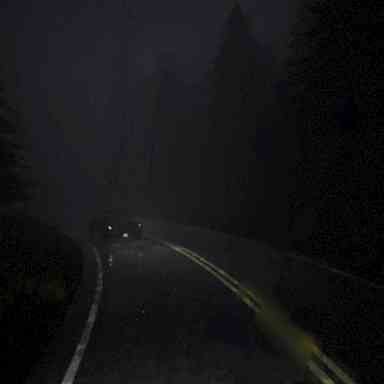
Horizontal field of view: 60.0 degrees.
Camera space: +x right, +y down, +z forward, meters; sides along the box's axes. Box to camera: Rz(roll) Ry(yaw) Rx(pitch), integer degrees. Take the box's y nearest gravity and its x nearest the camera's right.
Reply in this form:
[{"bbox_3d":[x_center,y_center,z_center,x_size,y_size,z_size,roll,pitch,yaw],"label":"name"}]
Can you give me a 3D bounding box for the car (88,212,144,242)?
[{"bbox_3d":[-4.137,1.746,17.539,1.895,1.301,4.718,-2,0,-28],"label":"car"}]
